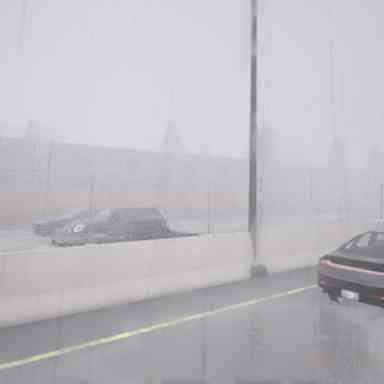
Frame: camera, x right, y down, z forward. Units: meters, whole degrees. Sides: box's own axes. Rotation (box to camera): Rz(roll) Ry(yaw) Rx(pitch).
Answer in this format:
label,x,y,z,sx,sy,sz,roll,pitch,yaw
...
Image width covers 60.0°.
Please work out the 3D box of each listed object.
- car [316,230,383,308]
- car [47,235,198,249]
label,x,y,z,sx,sy,sz,roll,pitch,yaw
car,4.666,1.560,7.078,4.902,1.511,2.128,1,0,-35
car,-2.171,1.641,11.043,4.718,1.301,1.895,1,0,-36
